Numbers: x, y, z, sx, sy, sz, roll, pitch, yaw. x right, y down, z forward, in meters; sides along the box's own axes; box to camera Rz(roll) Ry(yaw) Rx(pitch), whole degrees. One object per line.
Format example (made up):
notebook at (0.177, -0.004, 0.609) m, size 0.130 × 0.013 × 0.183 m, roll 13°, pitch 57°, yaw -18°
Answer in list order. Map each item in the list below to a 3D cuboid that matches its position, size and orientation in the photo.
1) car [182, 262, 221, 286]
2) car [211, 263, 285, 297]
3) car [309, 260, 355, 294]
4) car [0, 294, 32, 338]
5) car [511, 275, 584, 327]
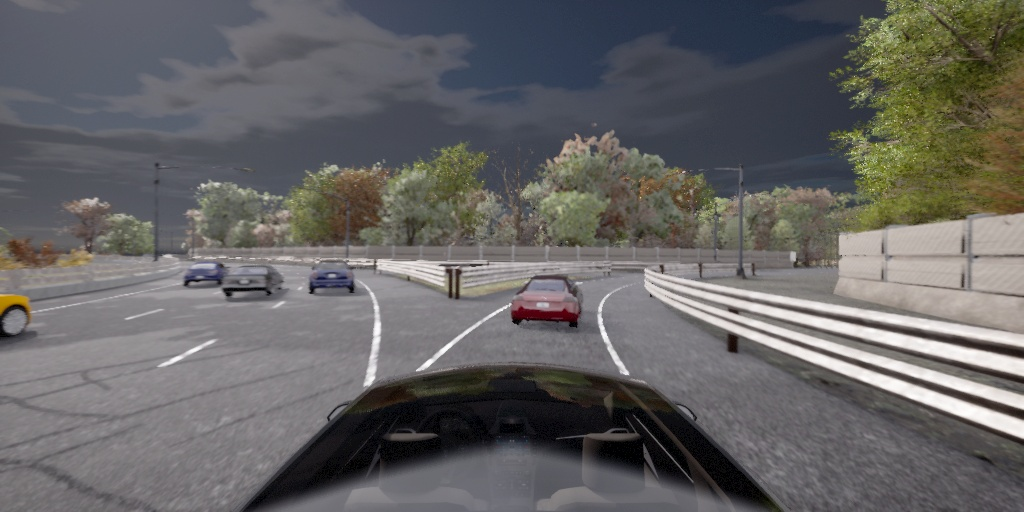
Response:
car at (-19.430, 1.077, 22.999) m, size 1.812 × 1.442 × 4.674 m, roll 0°, pitch 0°, yaw -30°
car at (-12.730, 1.164, 17.878) m, size 2.033 × 1.411 × 5.357 m, roll 0°, pitch 0°, yaw -26°
car at (-9.831, 0.989, 19.756) m, size 2.097 × 1.767 × 4.553 m, roll 0°, pitch 0°, yaw -25°
car at (-11.843, 1.120, 6.482) m, size 1.882 × 1.535 × 5.008 m, roll 0°, pitch 0°, yaw -19°
car at (1.286, 1.308, 11.724) m, size 1.994 × 1.385 × 4.181 m, roll 0°, pitch 0°, yaw 13°
